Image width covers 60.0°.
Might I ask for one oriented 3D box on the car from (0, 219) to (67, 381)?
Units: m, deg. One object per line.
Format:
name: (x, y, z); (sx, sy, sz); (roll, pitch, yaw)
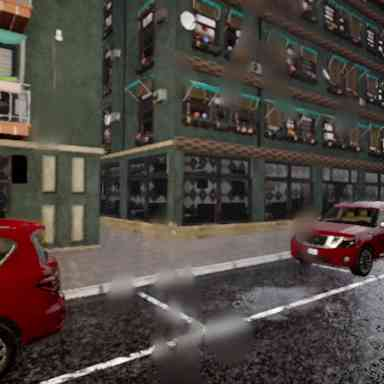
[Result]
car: (-4.021, 1.324, 3.666); (5.009, 1.841, 2.192); (0, 1, -35)

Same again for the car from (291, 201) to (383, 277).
car: (5.258, 1.245, 10.281); (5.009, 1.841, 2.192); (0, 2, -35)
